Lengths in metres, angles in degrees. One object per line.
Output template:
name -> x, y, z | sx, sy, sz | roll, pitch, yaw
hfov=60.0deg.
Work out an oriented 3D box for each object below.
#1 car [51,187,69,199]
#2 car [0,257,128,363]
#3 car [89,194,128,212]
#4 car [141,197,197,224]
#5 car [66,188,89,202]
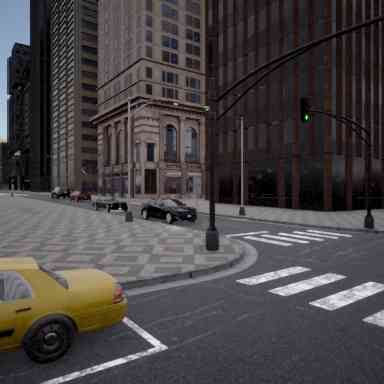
car -> -21.926, 0.134, 55.751 | 2.150, 2.045, 5.566 | 0, 1, -36
car -> -3.283, 1.526, 4.308 | 4.829, 1.417, 1.752 | 0, 0, -35
car -> -7.405, 1.060, 30.111 | 1.895, 1.301, 4.718 | 0, 1, -36
car -> -1.618, 1.129, 22.020 | 1.882, 1.535, 5.008 | 0, 1, -36
car -> -15.965, 0.576, 47.490 | 1.882, 1.535, 5.008 | 0, 1, -35
